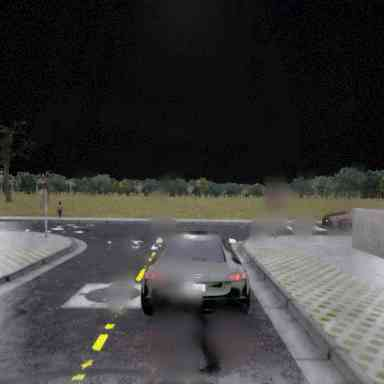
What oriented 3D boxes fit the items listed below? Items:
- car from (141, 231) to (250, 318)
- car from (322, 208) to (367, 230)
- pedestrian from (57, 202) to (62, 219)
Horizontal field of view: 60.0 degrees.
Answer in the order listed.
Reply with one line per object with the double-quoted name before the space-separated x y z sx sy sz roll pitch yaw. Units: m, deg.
"car" 0.087 1.562 7.537 1.994 1.385 4.181 0 0 1
"car" 10.762 1.724 21.711 4.181 1.385 1.994 1 0 -1
"pedestrian" -9.719 0.998 24.448 0.375 1.860 0.375 0 -1 0
